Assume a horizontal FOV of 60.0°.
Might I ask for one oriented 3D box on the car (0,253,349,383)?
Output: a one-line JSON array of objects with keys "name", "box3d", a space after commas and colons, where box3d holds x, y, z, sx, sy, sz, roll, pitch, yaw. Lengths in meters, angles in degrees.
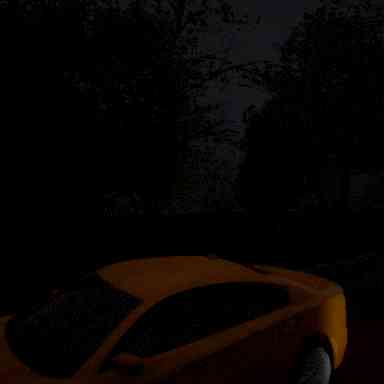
[{"name": "car", "box3d": [-0.428, 1.480, 3.380, 5.008, 1.535, 1.882, 0, 0, -36]}]
